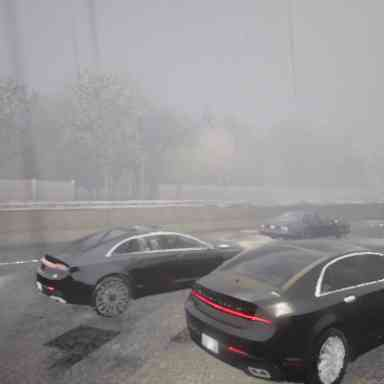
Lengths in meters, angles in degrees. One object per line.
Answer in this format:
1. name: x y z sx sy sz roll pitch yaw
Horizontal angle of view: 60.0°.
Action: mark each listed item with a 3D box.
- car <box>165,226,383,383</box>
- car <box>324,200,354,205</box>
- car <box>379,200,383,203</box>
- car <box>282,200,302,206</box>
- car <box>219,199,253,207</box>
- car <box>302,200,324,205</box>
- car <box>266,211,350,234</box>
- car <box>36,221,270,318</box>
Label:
1. car: 2.188 1.537 5.305 4.892 1.490 1.837 0 0 -35
2. car: 17.449 1.827 37.908 4.181 1.385 1.994 1 0 -35
3. car: 38.706 2.104 65.861 4.181 1.385 1.994 1 0 -35
4. car: 13.910 1.746 43.974 5.008 1.535 1.882 1 0 -35
5. car: 5.616 1.698 42.369 4.902 1.511 2.128 1 0 -35
6. car: 16.543 1.768 41.551 4.902 1.511 2.128 1 0 -35
7. car: 5.663 1.643 16.381 5.357 1.411 2.033 0 0 -35
8. car: -0.797 1.516 7.479 4.902 1.511 2.128 0 0 -35
